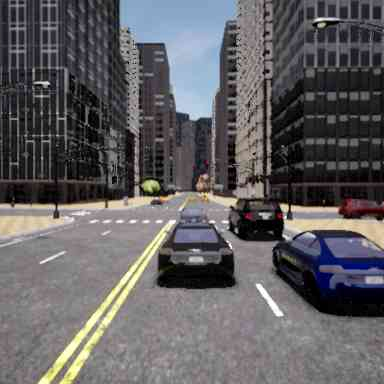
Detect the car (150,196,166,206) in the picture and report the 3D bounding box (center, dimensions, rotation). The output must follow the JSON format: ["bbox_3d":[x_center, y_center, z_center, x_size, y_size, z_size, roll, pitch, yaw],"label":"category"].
[{"bbox_3d":[-6.541,1.791,61.935,1.994,1.385,4.181,0,0,1],"label":"car"}]

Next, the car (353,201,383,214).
[{"bbox_3d":[21.806,1.817,39.209,4.829,1.417,1.752,1,0,1],"label":"car"}]

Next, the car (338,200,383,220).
[{"bbox_3d":[16.198,1.657,30.922,5.009,1.841,2.192,1,0,1],"label":"car"}]

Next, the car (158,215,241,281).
[{"bbox_3d":[0.098,1.603,9.978,1.994,1.385,4.181,0,0,0],"label":"car"}]

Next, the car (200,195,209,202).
[{"bbox_3d":[3.243,1.758,81.710,1.882,1.535,5.008,0,0,0],"label":"car"}]

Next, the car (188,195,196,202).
[{"bbox_3d":[-0.007,1.758,81.711,1.882,1.535,5.008,0,0,0],"label":"car"}]

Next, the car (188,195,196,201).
[{"bbox_3d":[-0.009,1.676,92.129,2.128,1.511,4.902,0,0,0],"label":"car"}]

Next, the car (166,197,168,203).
[{"bbox_3d":[-6.508,1.752,76.964,1.882,1.535,5.008,0,0,0],"label":"car"}]

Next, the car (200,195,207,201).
[{"bbox_3d":[3.241,1.651,92.128,1.837,1.490,4.892,0,0,0],"label":"car"}]

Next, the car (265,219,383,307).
[{"bbox_3d":[3.352,1.598,8.151,1.994,1.385,4.181,0,0,-1],"label":"car"}]

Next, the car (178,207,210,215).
[{"bbox_3d":[0.098,1.627,20.077,2.033,1.411,5.357,0,0,0],"label":"car"}]

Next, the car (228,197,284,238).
[{"bbox_3d":[3.373,1.294,18.293,2.150,2.045,5.566,0,0,-2],"label":"car"}]
